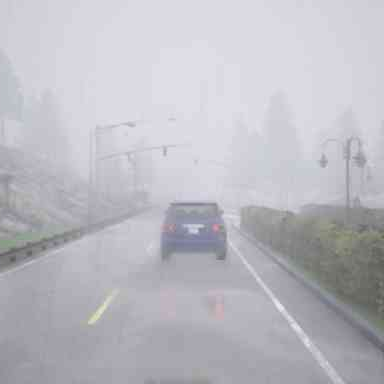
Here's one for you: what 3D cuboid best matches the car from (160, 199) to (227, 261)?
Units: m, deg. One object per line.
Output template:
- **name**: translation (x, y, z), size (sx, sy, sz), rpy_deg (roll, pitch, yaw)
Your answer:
- **car**: translation (0.067, 1.283, 12.665), size (2.150, 2.045, 5.566), rpy_deg (0, 0, 0)
